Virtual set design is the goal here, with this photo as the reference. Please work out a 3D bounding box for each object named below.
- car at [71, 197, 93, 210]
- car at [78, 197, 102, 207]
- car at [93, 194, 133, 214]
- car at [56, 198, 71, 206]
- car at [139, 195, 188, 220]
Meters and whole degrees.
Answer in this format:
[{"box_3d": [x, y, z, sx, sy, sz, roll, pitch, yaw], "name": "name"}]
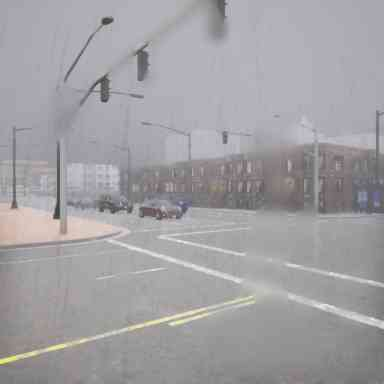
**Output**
[{"box_3d": [-14.213, 1.526, 44.300, 1.812, 1.442, 4.674, 0, 0, -35], "name": "car"}, {"box_3d": [-16.535, 1.547, 53.840, 2.033, 1.411, 5.357, 0, 0, -36], "name": "car"}, {"box_3d": [-8.422, 1.221, 36.205, 2.150, 2.045, 5.566, 0, 0, -36], "name": "car"}, {"box_3d": [-20.014, 1.564, 52.429, 1.994, 1.385, 4.181, 0, 0, -35], "name": "car"}, {"box_3d": [-2.709, 1.352, 28.266, 2.097, 1.767, 4.553, 0, 0, -35], "name": "car"}]
